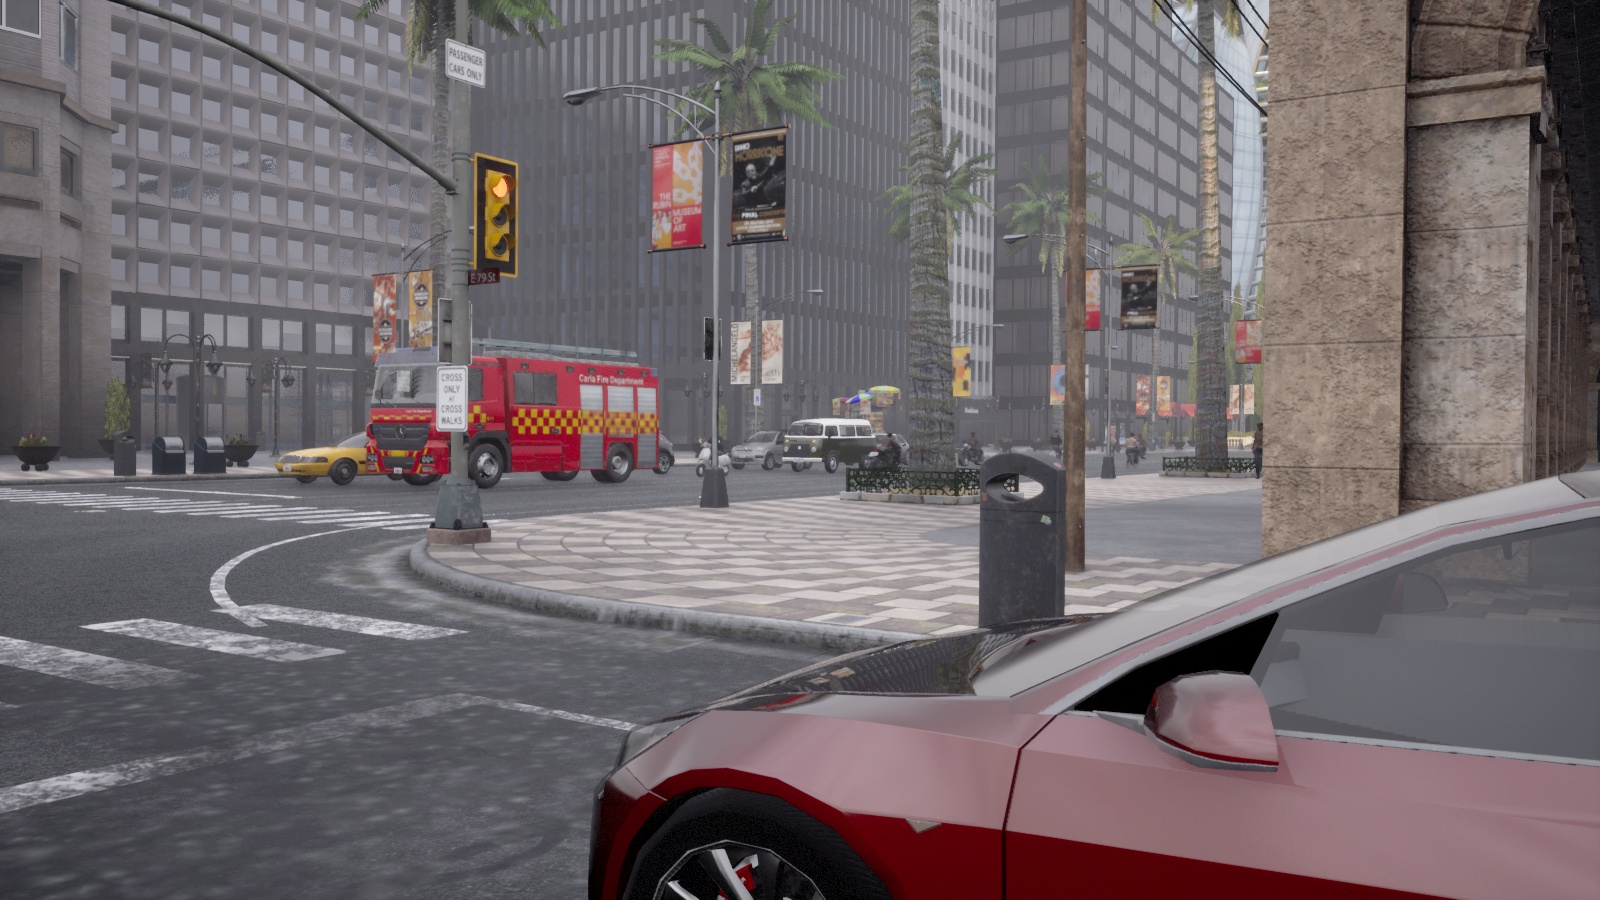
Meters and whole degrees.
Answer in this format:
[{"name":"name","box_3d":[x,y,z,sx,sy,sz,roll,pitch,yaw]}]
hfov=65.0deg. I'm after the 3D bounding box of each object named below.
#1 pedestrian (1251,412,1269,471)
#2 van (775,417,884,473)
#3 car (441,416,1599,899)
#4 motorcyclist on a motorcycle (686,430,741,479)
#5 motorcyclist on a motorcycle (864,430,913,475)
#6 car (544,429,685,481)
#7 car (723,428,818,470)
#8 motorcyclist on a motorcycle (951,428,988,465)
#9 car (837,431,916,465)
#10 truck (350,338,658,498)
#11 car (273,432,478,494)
[{"name":"pedestrian","box_3d":[14.217,-0.271,38.811,0.328,1.805,0.869,0,1,33]},{"name":"van","box_3d":[1.180,-0.208,47.746,2.069,2.038,4.480,0,1,33]},{"name":"car","box_3d":[1.787,0.681,2.457,4.792,1.488,2.163,0,1,33]},{"name":"motorcyclist on a motorcycle","box_3d":[-2.858,0.142,41.631,0.866,1.590,1.817,0,1,33]},{"name":"motorcyclist on a motorcycle","box_3d":[3.140,0.079,44.366,0.797,1.523,2.044,0,1,33]},{"name":"car","box_3d":[-6.252,0.133,42.845,2.033,1.649,4.856,0,1,34]},{"name":"car","box_3d":[-1.143,-0.050,50.575,1.851,1.617,3.988,0,1,34]},{"name":"motorcyclist on a motorcycle","box_3d":[7.827,-0.178,57.815,0.766,1.649,2.350,0,1,33]},{"name":"car","box_3d":[3.556,-0.123,57.677,1.970,1.475,3.806,0,1,33]},{"name":"truck","box_3d":[-7.730,-0.831,34.274,2.891,3.827,8.468,0,1,33]},{"name":"car","box_3d":[-11.593,0.301,34.719,1.801,1.575,5.366,0,1,34]}]
